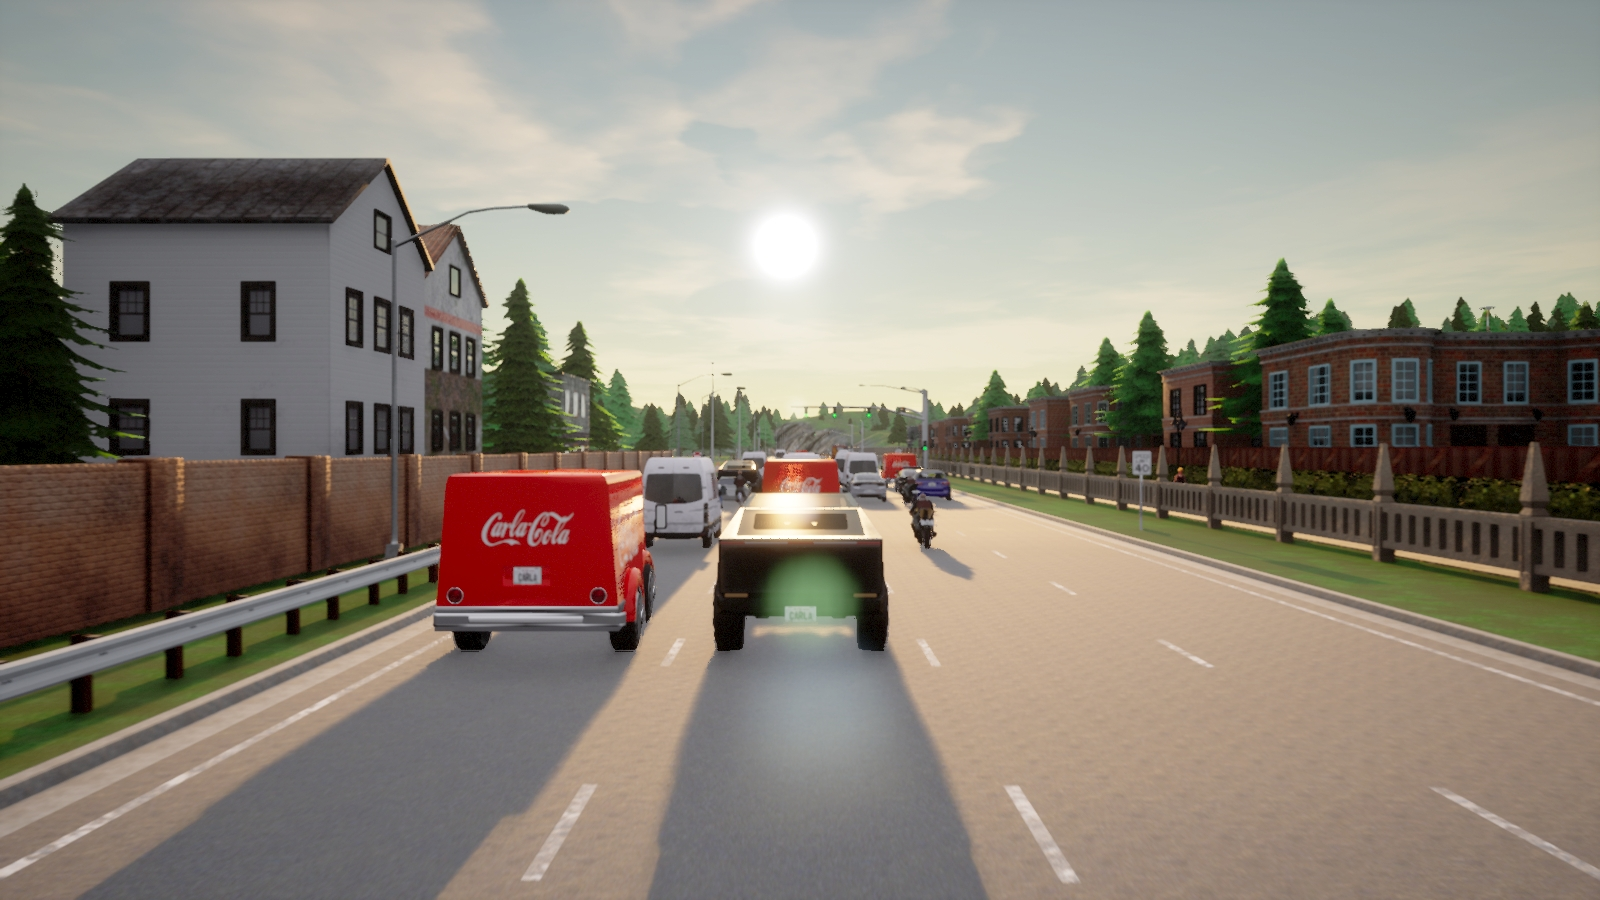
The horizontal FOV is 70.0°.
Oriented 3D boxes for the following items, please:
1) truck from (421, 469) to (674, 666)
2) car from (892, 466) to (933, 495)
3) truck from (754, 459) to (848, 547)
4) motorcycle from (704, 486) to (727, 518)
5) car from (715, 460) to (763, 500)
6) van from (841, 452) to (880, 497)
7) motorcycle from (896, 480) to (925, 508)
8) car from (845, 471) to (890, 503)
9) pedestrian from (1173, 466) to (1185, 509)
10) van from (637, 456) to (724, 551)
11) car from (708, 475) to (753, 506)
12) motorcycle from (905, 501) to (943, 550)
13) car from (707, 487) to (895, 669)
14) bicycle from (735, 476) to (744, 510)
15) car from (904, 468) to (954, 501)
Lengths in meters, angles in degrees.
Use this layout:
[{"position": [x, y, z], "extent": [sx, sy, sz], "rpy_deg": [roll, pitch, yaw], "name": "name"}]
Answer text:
[{"position": [-3.480, 1.530, 17.068], "extent": [2.627, 2.467, 5.204], "rpy_deg": [0, -1, 0], "name": "truck"}, {"position": [7.077, 1.880, 72.249], "extent": [2.097, 1.638, 5.238], "rpy_deg": [0, 0, 0], "name": "car"}, {"position": [0.033, 1.508, 34.497], "extent": [2.627, 2.467, 5.204], "rpy_deg": [0, -1, 0], "name": "truck"}, {"position": [-3.453, 2.120, 46.897], "extent": [0.803, 1.199, 2.033], "rpy_deg": [0, 0, 0], "name": "motorcycle"}, {"position": [-3.431, 1.661, 65.184], "extent": [2.390, 2.098, 6.274], "rpy_deg": [0, 0, 0], "name": "car"}, {"position": [3.614, 1.438, 68.784], "extent": [1.988, 2.561, 5.915], "rpy_deg": [0, 0, 0], "name": "van"}, {"position": [5.352, 2.126, 55.614], "extent": [0.867, 1.251, 2.209], "rpy_deg": [0, 1, -10], "name": "motorcycle"}, {"position": [3.565, 1.948, 61.145], "extent": [2.097, 1.535, 5.006], "rpy_deg": [0, 0, 0], "name": "car"}, {"position": [16.455, 1.630, 49.597], "extent": [0.375, 1.860, 0.375], "rpy_deg": [0, 0, 0], "name": "pedestrian"}, {"position": [-3.471, 1.485, 34.248], "extent": [1.988, 2.561, 5.915], "rpy_deg": [0, 0, 0], "name": "van"}, {"position": [-3.494, 2.036, 58.183], "extent": [1.994, 1.385, 4.181], "rpy_deg": [0, 0, 0], "name": "car"}, {"position": [3.548, 2.157, 32.893], "extent": [0.867, 1.251, 2.209], "rpy_deg": [0, 0, 0], "name": "motorcycle"}, {"position": [0.012, 1.727, 17.647], "extent": [2.390, 2.098, 6.274], "rpy_deg": [0, 0, 0], "name": "car"}, {"position": [-2.821, 1.984, 53.190], "extent": [0.329, 1.471, 1.835], "rpy_deg": [0, 0, -5], "name": "bicycle"}, {"position": [7.064, 1.881, 63.117], "extent": [2.242, 1.667, 4.611], "rpy_deg": [0, 0, 0], "name": "car"}]
